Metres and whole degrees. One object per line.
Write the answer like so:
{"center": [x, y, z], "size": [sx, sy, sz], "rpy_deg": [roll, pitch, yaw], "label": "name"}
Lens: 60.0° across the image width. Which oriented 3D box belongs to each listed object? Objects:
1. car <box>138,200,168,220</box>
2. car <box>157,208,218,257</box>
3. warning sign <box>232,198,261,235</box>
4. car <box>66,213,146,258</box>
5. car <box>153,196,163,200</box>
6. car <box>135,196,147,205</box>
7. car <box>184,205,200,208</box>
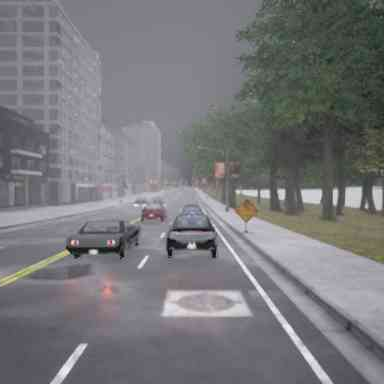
{"center": [-3.246, 1.729, 29.241], "size": [1.882, 1.535, 5.008], "rpy_deg": [0, 0, 1], "label": "car"}
{"center": [0.009, 1.616, 13.501], "size": [2.128, 1.511, 4.902], "rpy_deg": [0, 0, 0], "label": "car"}
{"center": [2.849, 1.273, 17.473], "size": [1.300, 1.860, 1.060], "rpy_deg": [1, 0, 0], "label": "warning sign"}
{"center": [-3.244, 1.722, 13.238], "size": [1.895, 1.301, 4.718], "rpy_deg": [0, 0, 0], "label": "car"}
{"center": [-6.579, 1.612, 64.501], "size": [1.837, 1.490, 4.892], "rpy_deg": [0, 0, 1], "label": "car"}
{"center": [-9.825, 1.587, 64.479], "size": [1.882, 1.535, 5.008], "rpy_deg": [0, 0, 1], "label": "car"}
{"center": [-0.016, 1.788, 27.520], "size": [2.033, 1.411, 5.357], "rpy_deg": [0, 0, 0], "label": "car"}
